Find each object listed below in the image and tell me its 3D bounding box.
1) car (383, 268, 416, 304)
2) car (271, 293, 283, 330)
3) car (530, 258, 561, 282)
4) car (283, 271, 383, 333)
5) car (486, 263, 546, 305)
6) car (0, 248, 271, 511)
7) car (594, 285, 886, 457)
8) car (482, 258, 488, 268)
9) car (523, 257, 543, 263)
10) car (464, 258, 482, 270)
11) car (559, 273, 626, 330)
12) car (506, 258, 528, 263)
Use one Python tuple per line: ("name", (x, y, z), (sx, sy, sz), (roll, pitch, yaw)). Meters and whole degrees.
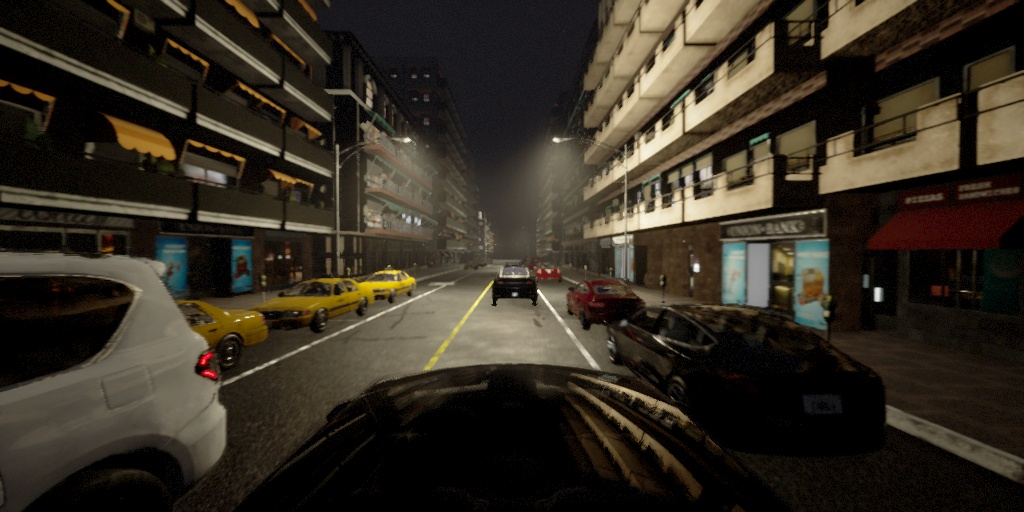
("car", (-5.688, 1.262, 16.364), (1.751, 1.417, 4.829), (0, 0, 0))
("car", (-5.690, 1.272, 5.036), (1.751, 1.417, 4.829), (0, 0, 0))
("car", (2.695, 1.168, 27.827), (1.967, 1.591, 4.097), (0, 0, 0))
("car", (-5.689, 1.267, 10.700), (1.751, 1.417, 4.829), (0, 0, 0))
("car", (0.104, 1.230, 15.869), (2.128, 1.511, 4.902), (0, 0, 0))
("car", (-3.099, 0.973, 0.198), (2.150, 2.045, 5.566), (0, 0, 0))
("car", (2.691, 1.313, 5.172), (1.948, 1.339, 4.313), (0, 0, 0))
("car", (-5.679, 1.234, 61.675), (1.751, 1.417, 4.829), (0, 0, 0))
("car", (2.697, 1.035, 39.155), (2.192, 1.841, 5.009), (0, 0, 0))
("car", (-5.681, 1.240, 50.347), (1.751, 1.417, 4.829), (0, 0, 0))
("car", (2.692, 1.324, 10.836), (1.802, 1.307, 4.207), (0, 0, 0))
("car", (0.107, 1.216, 32.522), (2.128, 1.511, 4.902), (0, 0, 0))
